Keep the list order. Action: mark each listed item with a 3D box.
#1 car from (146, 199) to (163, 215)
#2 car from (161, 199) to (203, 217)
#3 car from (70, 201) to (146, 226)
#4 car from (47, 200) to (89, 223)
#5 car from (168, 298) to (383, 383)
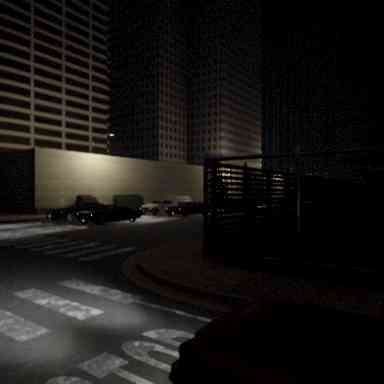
[{"bbox_3d":[-3.120,1.442,32.705,1.812,1.442,4.674,0,0,35],"label":"car"},{"bbox_3d":[-0.366,1.521,30.564,1.895,1.301,4.718,0,0,35],"label":"car"},{"bbox_3d":[-5.677,1.521,23.089,1.895,1.301,4.718,0,0,35],"label":"car"},{"bbox_3d":[-8.491,1.407,25.172,2.128,1.511,4.902,0,0,35],"label":"car"},{"bbox_3d":[2.110,1.601,2.495,4.718,1.301,1.895,0,0,37],"label":"car"}]
